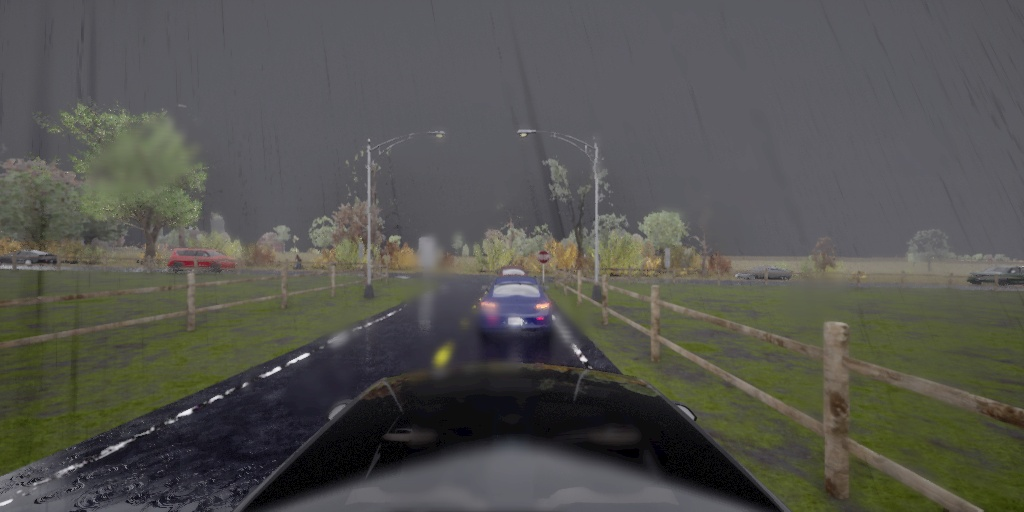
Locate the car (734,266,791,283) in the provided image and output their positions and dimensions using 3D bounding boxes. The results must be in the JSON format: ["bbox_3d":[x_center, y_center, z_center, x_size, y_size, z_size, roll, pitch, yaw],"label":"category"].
[{"bbox_3d":[24.271,1.734,34.813,4.902,1.511,2.128,1,1,0],"label":"car"}]

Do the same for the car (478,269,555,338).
[{"bbox_3d":[0.104,1.265,10.069,1.812,1.442,4.674,0,0,0],"label":"car"}]

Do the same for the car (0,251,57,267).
[{"bbox_3d":[-47.091,0.209,34.797,4.892,1.490,1.837,1,1,0],"label":"car"}]

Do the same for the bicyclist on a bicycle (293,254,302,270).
[{"bbox_3d":[-22.610,0.665,37.870,0.582,1.620,1.656,1,0,0],"label":"bicyclist on a bicycle"}]

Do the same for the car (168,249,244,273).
[{"bbox_3d":[-27.143,0.398,31.884,5.566,2.045,2.150,1,1,0],"label":"car"}]

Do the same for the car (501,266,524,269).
[{"bbox_3d":[0.024,1.254,20.000,1.812,1.442,4.674,0,0,-2],"label":"car"}]

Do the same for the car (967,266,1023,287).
[{"bbox_3d":[47.808,1.965,34.712,5.566,2.045,2.150,2,1,0],"label":"car"}]
